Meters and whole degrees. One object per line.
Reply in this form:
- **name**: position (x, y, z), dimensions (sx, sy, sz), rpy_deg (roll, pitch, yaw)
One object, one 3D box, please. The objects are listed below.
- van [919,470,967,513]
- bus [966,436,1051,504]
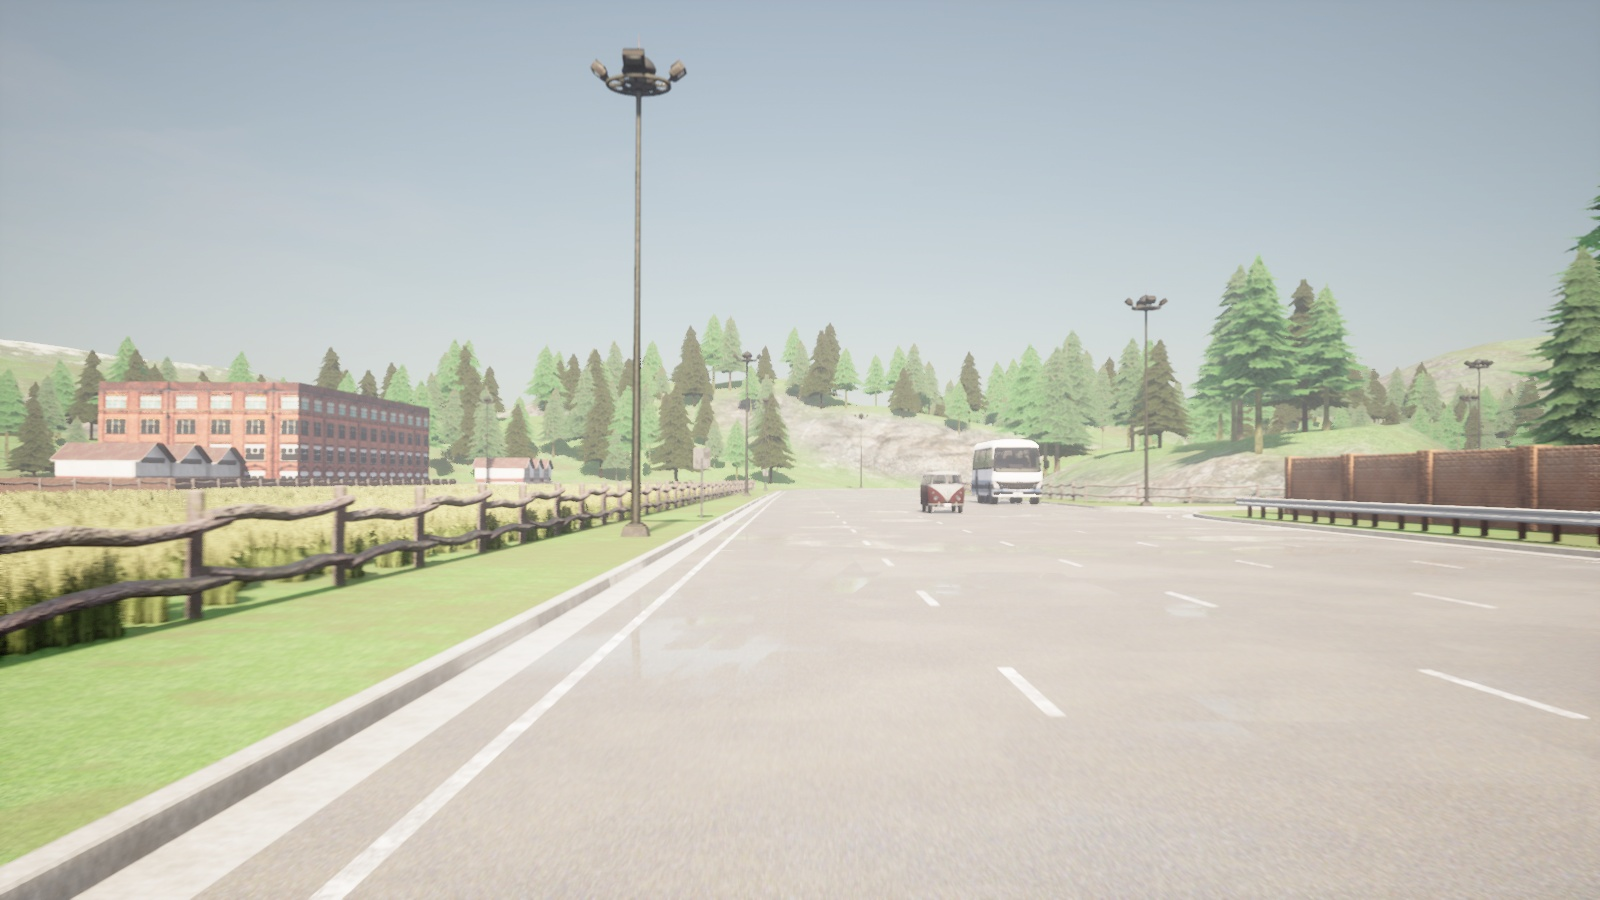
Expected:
- **van**: position (6.855, 1.985, 60.630), dimensions (1.775, 1.987, 4.442), rpy_deg (0, -1, 0)
- **bus**: position (13.795, 1.380, 84.010), dimensions (3.944, 4.253, 10.273), rpy_deg (0, -1, 0)
